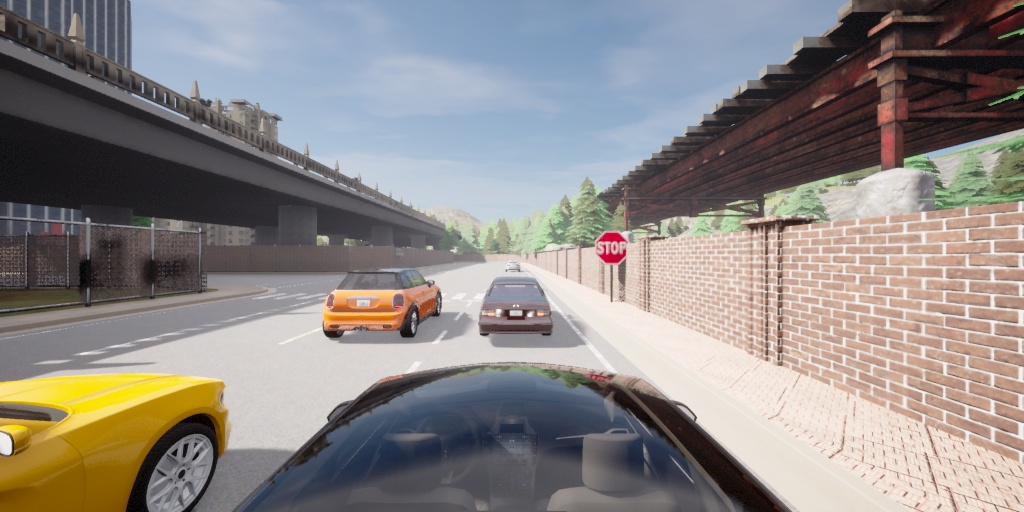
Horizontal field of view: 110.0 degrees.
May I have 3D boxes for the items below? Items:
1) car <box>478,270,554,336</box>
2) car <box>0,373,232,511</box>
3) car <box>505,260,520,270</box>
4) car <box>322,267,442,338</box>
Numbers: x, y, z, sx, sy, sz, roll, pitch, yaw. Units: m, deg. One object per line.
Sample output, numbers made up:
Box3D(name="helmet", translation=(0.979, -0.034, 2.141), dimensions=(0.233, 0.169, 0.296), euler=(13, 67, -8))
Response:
Box3D(name="car", translation=(0.088, 1.297, 10.369), dimensions=(2.033, 1.411, 5.357), euler=(0, 0, 0))
Box3D(name="car", translation=(-3.397, 1.228, 1.092), dimensions=(1.882, 1.535, 5.008), euler=(0, 0, 0))
Box3D(name="car", translation=(0.113, 1.276, 46.246), dimensions=(1.812, 1.442, 4.674), euler=(0, 0, -1))
Box3D(name="car", translation=(-3.413, 1.102, 10.350), dimensions=(2.097, 1.767, 4.553), euler=(0, 0, 0))
